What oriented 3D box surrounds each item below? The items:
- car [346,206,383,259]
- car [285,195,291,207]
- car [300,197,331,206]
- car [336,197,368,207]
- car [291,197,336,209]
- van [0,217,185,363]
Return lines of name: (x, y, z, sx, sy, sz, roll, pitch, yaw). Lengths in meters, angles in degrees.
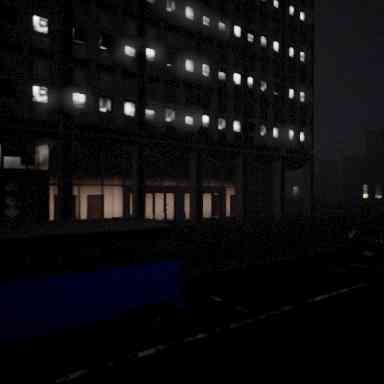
car: (7.233, 1.422, 11.716, 4.097, 1.590, 1.967, 0, 0, -36)
car: (11.985, 1.112, 46.141, 2.192, 1.841, 5.009, 1, 0, -35)
car: (18.880, 1.413, 50.902, 1.802, 1.307, 4.206, 1, 0, -35)
car: (21.930, 1.380, 46.485, 1.752, 1.417, 4.829, 1, 0, -35)
car: (15.129, 1.372, 41.585, 2.008, 1.369, 4.403, 1, 0, -35)
van: (-2.033, 1.339, 5.104, 3.998, 1.788, 1.690, 0, 0, -36)
